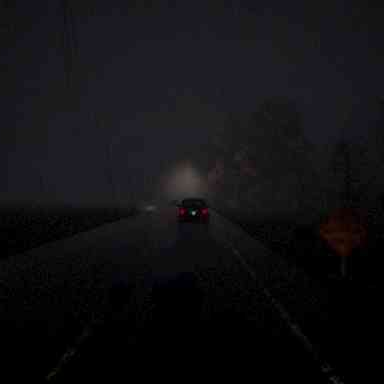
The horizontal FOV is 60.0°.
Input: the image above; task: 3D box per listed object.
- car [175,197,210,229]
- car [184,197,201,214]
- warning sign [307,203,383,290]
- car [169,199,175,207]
[{"bbox_3d":[0.105,1.494,24.313,2.150,2.045,5.566,0,-1,0],"label":"car"},{"bbox_3d":[0.106,1.717,44.418,2.150,2.045,5.566,0,0,0],"label":"car"},{"bbox_3d":[3.562,1.205,7.832,1.300,1.860,1.060,1,0,0],"label":"warning sign"},{"bbox_3d":[-3.497,2.228,65.914,1.837,1.490,4.892,0,-1,0],"label":"car"}]
